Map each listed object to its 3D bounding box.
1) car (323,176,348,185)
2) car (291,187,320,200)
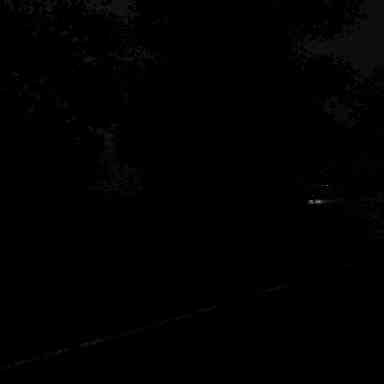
[{"bbox_3d":[28.286,-2.372,65.615,4.553,1.767,2.097,-3,2,-9],"label":"car"},{"bbox_3d":[12.170,0.155,36.975,1.994,1.385,4.181,-5,3,-19],"label":"car"}]
